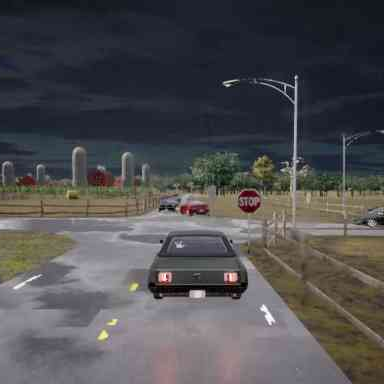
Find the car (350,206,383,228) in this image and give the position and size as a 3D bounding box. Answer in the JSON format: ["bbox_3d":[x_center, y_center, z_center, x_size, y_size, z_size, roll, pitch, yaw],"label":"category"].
[{"bbox_3d":[13.966,1.774,23.958,4.892,1.490,1.837,1,1,0],"label":"car"}]

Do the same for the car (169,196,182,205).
[{"bbox_3d":[-2.796,1.479,58.719,2.033,1.411,5.357,0,0,0],"label":"car"}]

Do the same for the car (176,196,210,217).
[{"bbox_3d":[0.229,1.455,31.257,1.882,1.535,5.008,-2,0,-14],"label":"car"}]

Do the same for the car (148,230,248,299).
[{"bbox_3d":[0.107,1.597,8.361,1.895,1.301,4.718,0,0,0],"label":"car"}]

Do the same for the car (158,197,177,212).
[{"bbox_3d":[-2.784,1.570,38.173,1.895,1.301,4.718,0,0,-1],"label":"car"}]
